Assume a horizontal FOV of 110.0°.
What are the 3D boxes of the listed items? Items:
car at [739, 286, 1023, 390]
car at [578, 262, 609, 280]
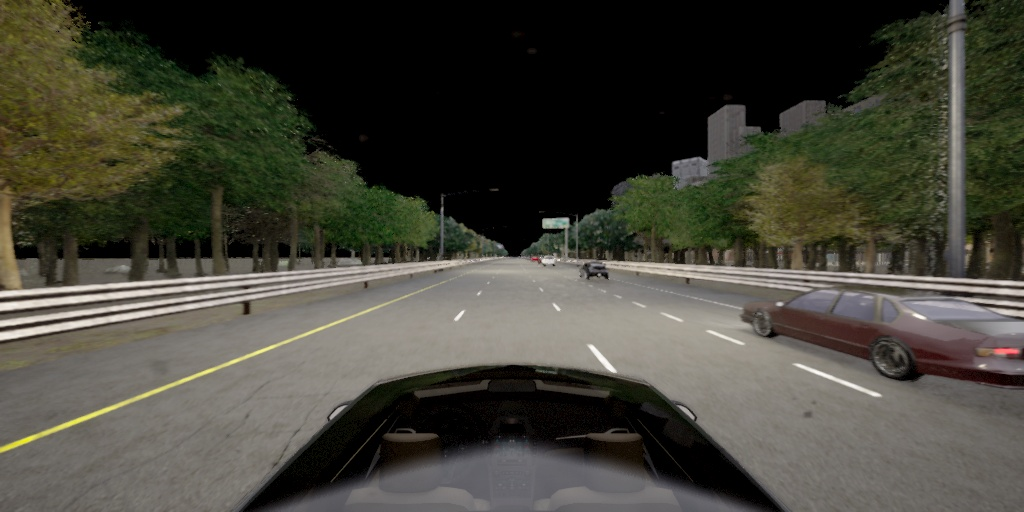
[{"bbox_3d":[6.995,1.304,7.126,2.033,1.411,5.357,0,0,0],"label":"car"},{"bbox_3d":[7.015,1.273,31.139,1.837,1.490,4.892,0,0,0],"label":"car"}]
